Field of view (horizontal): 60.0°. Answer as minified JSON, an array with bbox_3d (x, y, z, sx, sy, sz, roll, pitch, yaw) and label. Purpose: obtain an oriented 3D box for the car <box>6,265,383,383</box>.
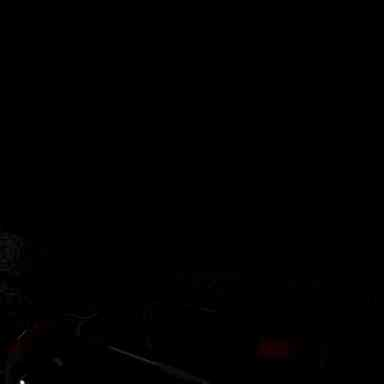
[{"bbox_3d":[0.071,1.441,3.027,4.097,1.590,1.967,0,0,36],"label":"car"}]
